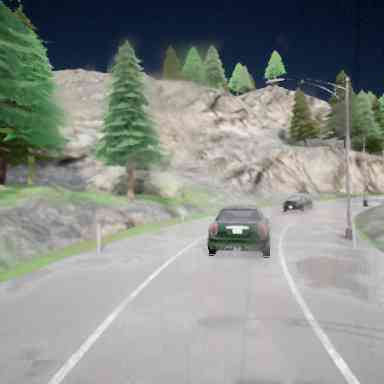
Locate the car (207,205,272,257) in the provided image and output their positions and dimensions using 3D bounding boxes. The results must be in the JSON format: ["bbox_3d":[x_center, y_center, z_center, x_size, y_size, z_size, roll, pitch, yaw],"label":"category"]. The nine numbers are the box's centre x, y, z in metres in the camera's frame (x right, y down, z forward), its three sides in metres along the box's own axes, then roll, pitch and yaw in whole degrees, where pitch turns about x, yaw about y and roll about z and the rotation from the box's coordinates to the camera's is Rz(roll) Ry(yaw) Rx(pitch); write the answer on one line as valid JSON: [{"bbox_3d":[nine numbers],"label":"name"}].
[{"bbox_3d":[1.960,1.268,12.851,2.097,1.767,4.553,0,1,13],"label":"car"}]

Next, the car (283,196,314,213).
[{"bbox_3d":[9.620,1.040,30.118,1.812,1.442,4.674,-1,1,33],"label":"car"}]
